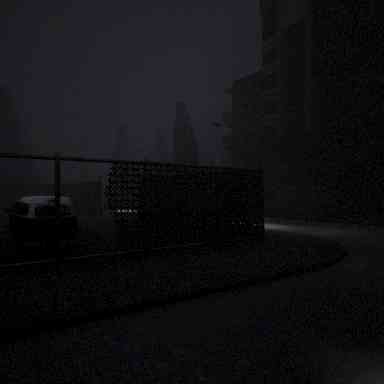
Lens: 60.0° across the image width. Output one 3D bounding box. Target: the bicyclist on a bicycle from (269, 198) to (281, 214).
[{"bbox_3d":[7.951,1.349,31.774,1.656,1.620,0.582,0,0,-36],"label":"bicyclist on a bicycle"}]
